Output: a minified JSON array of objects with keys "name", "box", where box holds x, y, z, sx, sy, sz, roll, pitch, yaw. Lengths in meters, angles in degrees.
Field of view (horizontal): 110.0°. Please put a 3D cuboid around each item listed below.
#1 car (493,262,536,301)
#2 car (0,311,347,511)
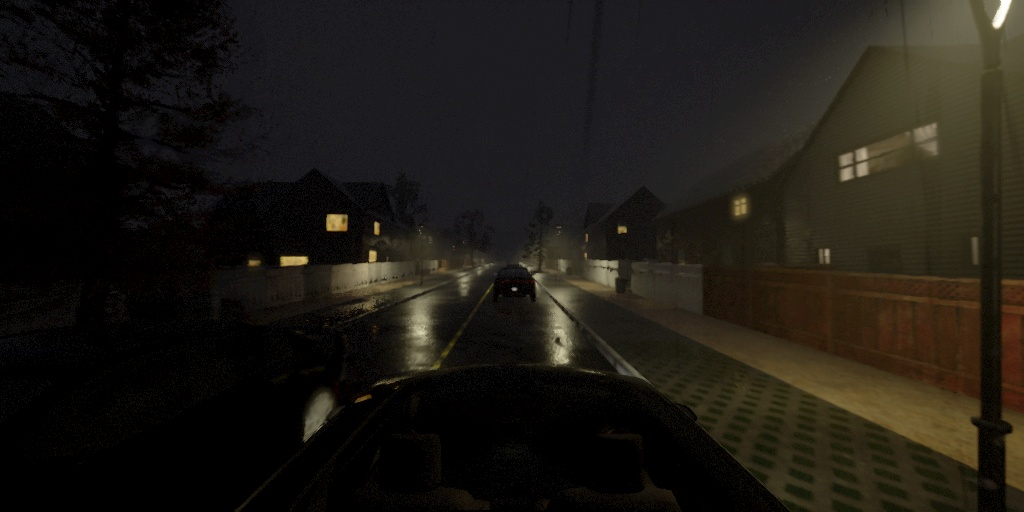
[{"name":"car","box":[0.103,1.242,17.429,1.882,1.535,5.008,0,0,0]},{"name":"car","box":[-2.850,1.228,2.139,1.882,1.535,5.008,0,0,0]}]
